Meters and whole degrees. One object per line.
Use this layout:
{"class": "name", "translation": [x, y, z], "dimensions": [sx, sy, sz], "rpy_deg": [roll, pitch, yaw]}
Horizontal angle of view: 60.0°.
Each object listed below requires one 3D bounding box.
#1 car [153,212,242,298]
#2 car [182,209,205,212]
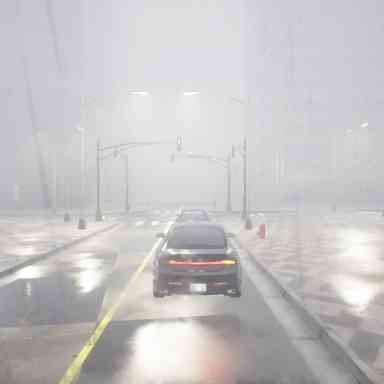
{"class": "car", "translation": [0.103, 1.502, 8.510], "dimensions": [1.837, 1.490, 4.892], "rpy_deg": [0, 0, 0]}
{"class": "car", "translation": [0.066, 1.556, 17.413], "dimensions": [1.994, 1.385, 4.181], "rpy_deg": [0, 0, 1]}
